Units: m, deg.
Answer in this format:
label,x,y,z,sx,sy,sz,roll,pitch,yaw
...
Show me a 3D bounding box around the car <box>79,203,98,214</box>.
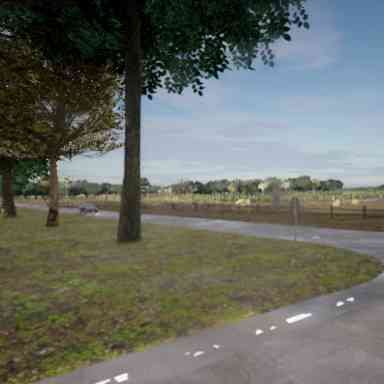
label,x,y,z,sx,sy,sz,roll,pitch,yaw
car,-16.192,2.575,51.845,1.837,1.490,4.892,-1,-1,-35
